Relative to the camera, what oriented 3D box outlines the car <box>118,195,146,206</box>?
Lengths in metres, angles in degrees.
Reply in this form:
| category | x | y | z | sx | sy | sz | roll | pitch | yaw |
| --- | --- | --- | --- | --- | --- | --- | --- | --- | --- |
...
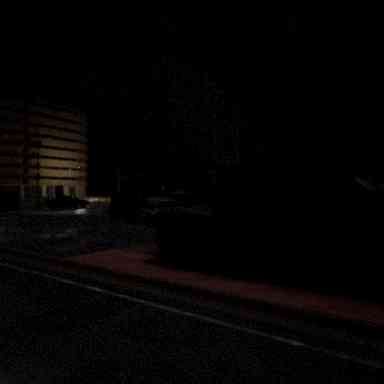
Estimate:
| category | x | y | z | sx | sy | sz | roll | pitch | yaw |
| --- | --- | --- | --- | --- | --- | --- | --- | --- | --- |
| car | -8.869 | 1.195 | 49.282 | 1.970 | 1.475 | 3.806 | 0 | 0 | 34 |

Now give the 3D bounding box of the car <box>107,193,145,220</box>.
| category | x | y | z | sx | sy | sz | roll | pitch | yaw |
| --- | --- | --- | --- | --- | --- | --- | --- | --- | --- |
| car | -4.604 | 1.053 | 25.368 | 1.905 | 1.878 | 3.866 | 0 | 0 | 34 |

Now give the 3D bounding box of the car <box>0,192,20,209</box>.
| category | x | y | z | sx | sy | sz | roll | pitch | yaw |
| --- | --- | --- | --- | --- | --- | --- | --- | --- | --- |
| car | -20.886 | 0.942 | 36.320 | 1.905 | 1.878 | 3.866 | 0 | 0 | 34 |

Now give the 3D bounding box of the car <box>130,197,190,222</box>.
| category | x | y | z | sx | sy | sz | roll | pitch | yaw |
| --- | --- | --- | --- | --- | --- | --- | --- | --- | --- |
| car | -2.212 | 1.309 | 23.739 | 1.970 | 1.475 | 3.806 | 0 | 0 | 34 |

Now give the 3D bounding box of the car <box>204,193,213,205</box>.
| category | x | y | z | sx | sy | sz | roll | pitch | yaw |
| --- | --- | --- | --- | --- | --- | --- | --- | --- | --- |
| car | 4.364 | 1.225 | 58.569 | 1.970 | 1.475 | 3.806 | 0 | 0 | 34 |
